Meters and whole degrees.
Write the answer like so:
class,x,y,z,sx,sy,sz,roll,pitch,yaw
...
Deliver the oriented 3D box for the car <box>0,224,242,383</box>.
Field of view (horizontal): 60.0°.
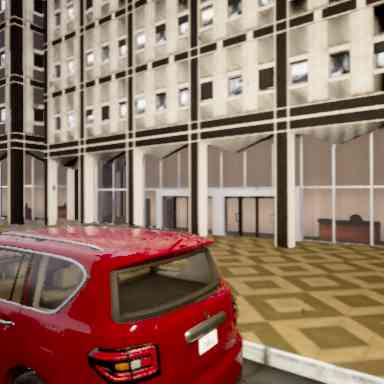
class,x,y,z,sx,sy,sz,roll,pitch,yaw
car,-1.811,1.344,4.157,5.009,1.841,2.192,-1,0,35
